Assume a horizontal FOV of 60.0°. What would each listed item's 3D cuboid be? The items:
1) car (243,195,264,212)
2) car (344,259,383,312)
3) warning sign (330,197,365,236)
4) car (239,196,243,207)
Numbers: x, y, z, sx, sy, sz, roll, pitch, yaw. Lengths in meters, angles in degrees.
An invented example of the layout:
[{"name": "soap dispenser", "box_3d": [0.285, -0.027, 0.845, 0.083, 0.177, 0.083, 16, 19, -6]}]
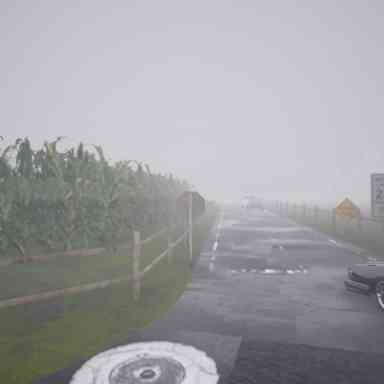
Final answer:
[{"name": "car", "box_3d": [8.283, 1.629, 44.234, 2.097, 1.767, 4.553, 0, 0, 6]}, {"name": "car", "box_3d": [5.172, 1.580, 5.128, 2.033, 1.411, 5.357, 0, 0, -27]}, {"name": "warning sign", "box_3d": [7.890, 1.214, 16.942, 1.300, 1.860, 1.060, 0, 0, 6]}, {"name": "car", "box_3d": [9.288, 1.560, 54.440, 2.150, 2.045, 5.566, 0, 0, 6]}]
